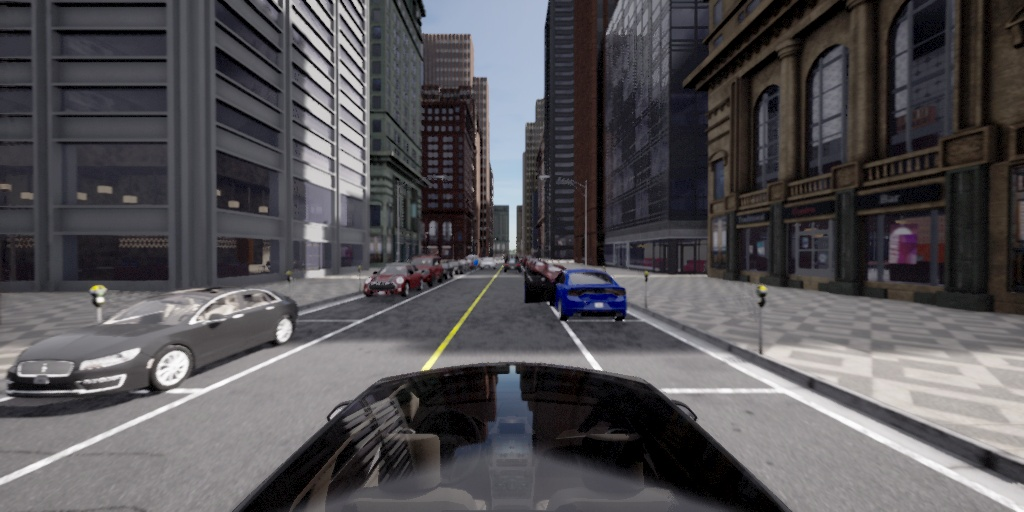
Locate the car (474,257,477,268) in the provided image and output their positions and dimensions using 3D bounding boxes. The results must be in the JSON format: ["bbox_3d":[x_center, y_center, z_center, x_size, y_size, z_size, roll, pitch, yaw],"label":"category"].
[{"bbox_3d":[-5.764,1.067,46.032,1.802,1.307,4.207,0,0,0],"label":"car"}]

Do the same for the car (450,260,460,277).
[{"bbox_3d":[-5.764,1.150,29.123,1.948,1.339,4.313,0,0,0],"label":"car"}]

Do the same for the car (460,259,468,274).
[{"bbox_3d":[-5.764,1.116,34.759,1.948,1.339,4.313,0,0,0],"label":"car"}]

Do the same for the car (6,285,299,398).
[{"bbox_3d":[-5.763,1.270,6.576,2.007,1.370,4.403,0,0,0],"label":"car"}]

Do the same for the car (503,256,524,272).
[{"bbox_3d":[0.069,1.046,40.042,1.812,1.442,4.674,0,0,0],"label":"car"}]

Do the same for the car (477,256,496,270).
[{"bbox_3d":[-3.051,1.011,46.046,1.812,1.442,4.674,0,0,1],"label":"car"}]

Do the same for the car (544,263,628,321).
[{"bbox_3d":[2.360,1.164,12.186,1.882,1.535,5.008,0,0,0],"label":"car"}]

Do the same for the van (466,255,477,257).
[{"bbox_3d":[-5.765,0.795,51.669,1.690,1.789,3.998,0,0,0],"label":"van"}]

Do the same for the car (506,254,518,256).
[{"bbox_3d":[0.001,0.683,50.819,2.150,2.045,5.566,0,1,0],"label":"car"}]

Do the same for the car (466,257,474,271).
[{"bbox_3d":[-5.764,1.068,40.395,2.007,1.370,4.403,0,0,0],"label":"car"}]

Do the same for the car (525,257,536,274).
[{"bbox_3d":[2.761,1.100,40.402,1.802,1.307,4.207,0,0,0],"label":"car"}]

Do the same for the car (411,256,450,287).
[{"bbox_3d":[-5.764,0.932,23.486,2.192,1.841,5.009,0,0,0],"label":"car"}]

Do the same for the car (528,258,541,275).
[{"bbox_3d":[2.761,1.133,34.765,1.802,1.307,4.207,0,0,0],"label":"car"}]

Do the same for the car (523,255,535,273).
[{"bbox_3d":[2.761,0.926,46.037,1.967,1.591,4.097,0,0,0],"label":"car"}]

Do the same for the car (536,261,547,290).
[{"bbox_3d":[2.762,1.200,23.492,1.802,1.307,4.207,0,0,0],"label":"car"}]

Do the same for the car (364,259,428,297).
[{"bbox_3d":[-5.763,1.091,17.849,1.967,1.591,4.097,0,0,0],"label":"car"}]
